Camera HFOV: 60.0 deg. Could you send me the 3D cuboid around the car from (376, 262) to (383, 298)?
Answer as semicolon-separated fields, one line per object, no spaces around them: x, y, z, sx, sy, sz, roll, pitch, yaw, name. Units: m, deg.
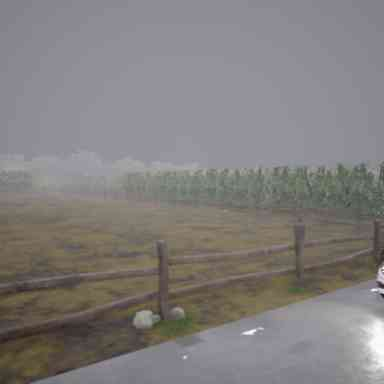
5.895;1.536;7.261;4.674;1.442;1.812;0;0;-36;car
